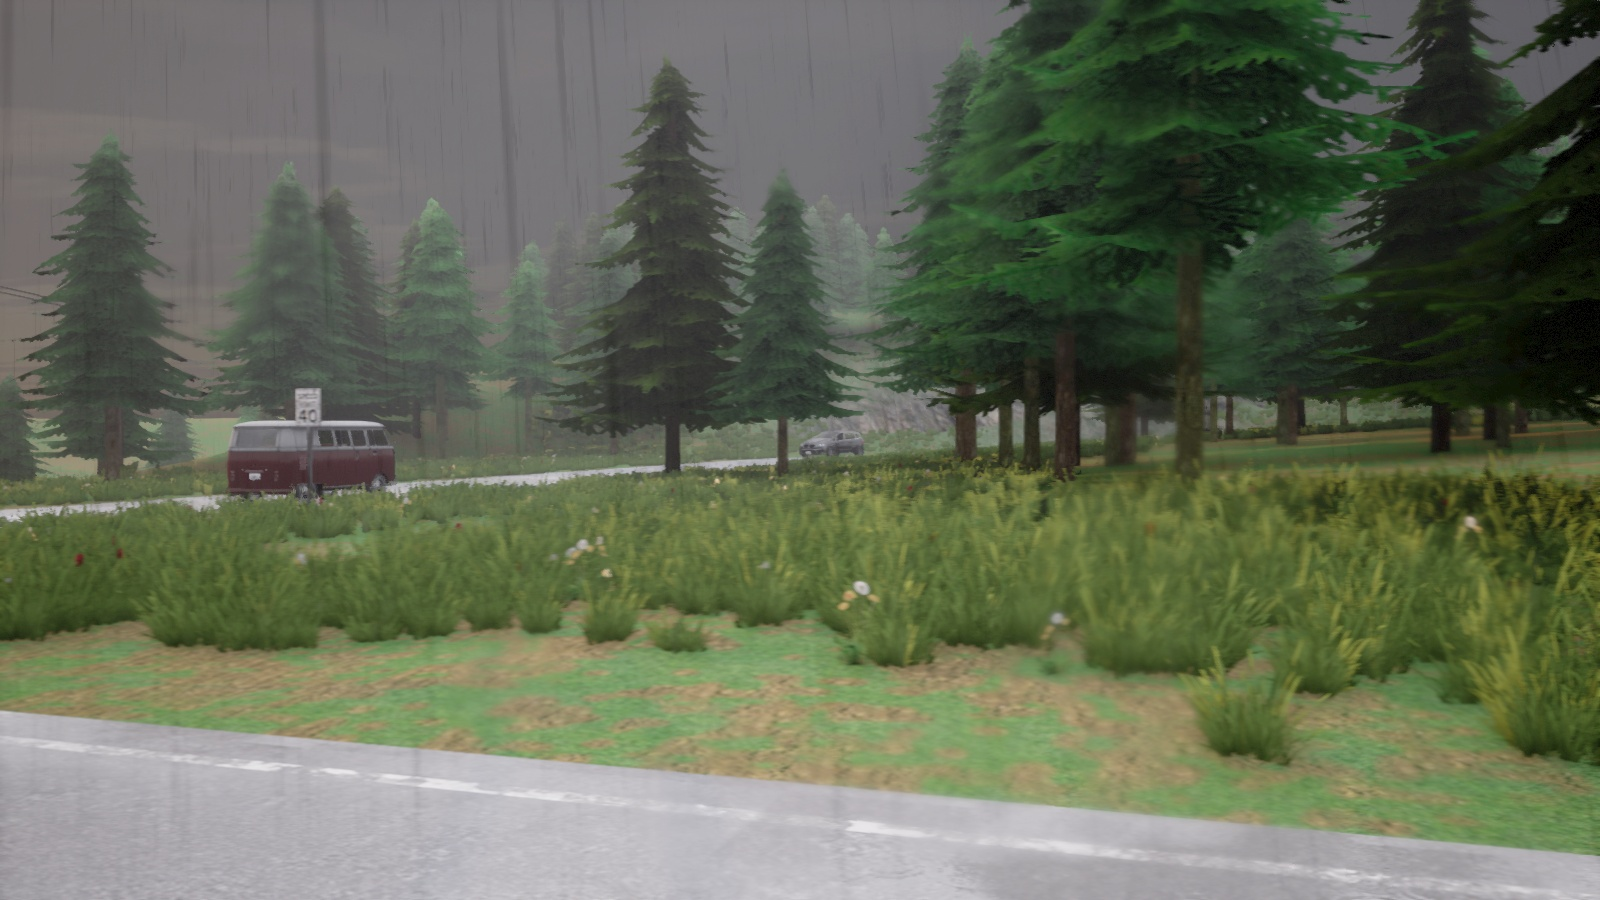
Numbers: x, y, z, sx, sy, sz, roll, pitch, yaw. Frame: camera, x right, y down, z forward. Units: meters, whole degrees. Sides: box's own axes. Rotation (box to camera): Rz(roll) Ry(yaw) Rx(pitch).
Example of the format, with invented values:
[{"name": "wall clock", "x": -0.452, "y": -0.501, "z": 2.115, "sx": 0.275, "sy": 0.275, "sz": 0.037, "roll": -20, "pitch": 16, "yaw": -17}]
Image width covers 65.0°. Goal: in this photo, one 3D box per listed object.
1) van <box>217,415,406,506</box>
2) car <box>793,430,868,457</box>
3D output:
[{"name": "van", "x": -11.447, "y": 0.198, "z": 29.791, "sx": 1.775, "sy": 1.987, "sz": 4.442, "roll": 1, "pitch": 1, "yaw": 18}, {"name": "car", "x": 1.914, "y": -0.426, "z": 77.598, "sx": 2.242, "sy": 1.667, "sz": 4.611, "roll": 1, "pitch": 1, "yaw": 40}]
